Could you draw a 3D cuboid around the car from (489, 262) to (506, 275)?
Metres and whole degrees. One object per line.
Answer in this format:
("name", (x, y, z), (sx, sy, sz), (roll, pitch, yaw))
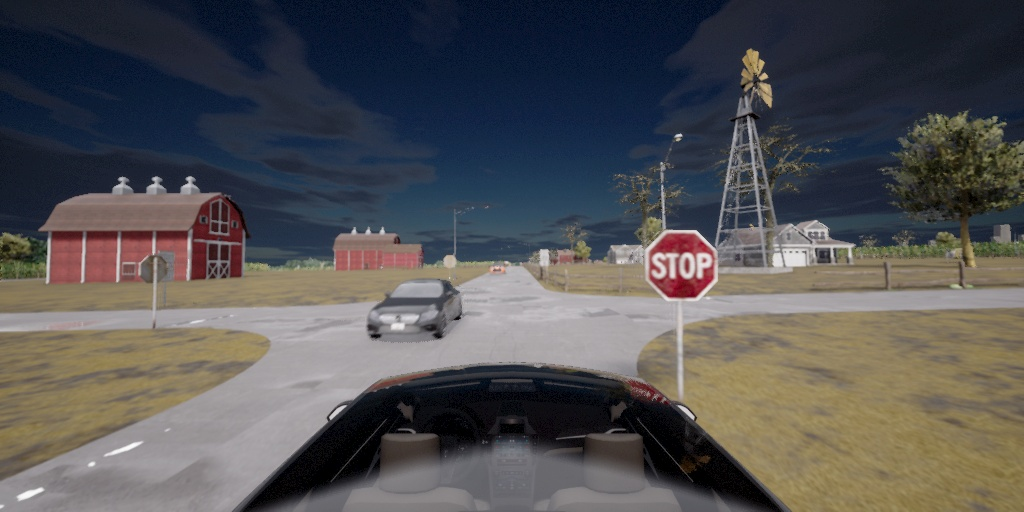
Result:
("car", (-1.972, 1.686, 50.000), (2.097, 1.767, 4.553), (0, -1, 1))

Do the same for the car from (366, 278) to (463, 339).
("car", (-2.593, 1.390, 10.582), (1.812, 1.442, 4.674), (0, -1, 1))
